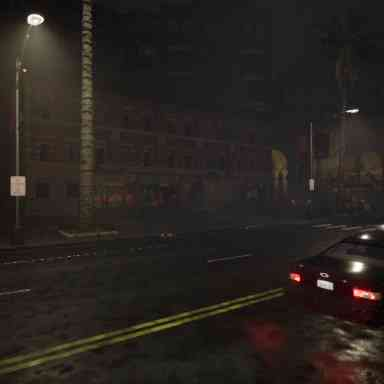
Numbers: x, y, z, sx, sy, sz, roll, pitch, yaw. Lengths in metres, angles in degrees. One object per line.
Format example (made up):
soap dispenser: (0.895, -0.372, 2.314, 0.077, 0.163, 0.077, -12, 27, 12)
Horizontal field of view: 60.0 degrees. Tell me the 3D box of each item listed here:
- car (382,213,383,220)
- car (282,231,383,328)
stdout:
car: (16.238, 1.547, 24.278, 5.357, 1.411, 2.033, 0, 0, -29)
car: (4.192, 1.547, 6.852, 5.357, 1.411, 2.033, 0, 0, -36)
